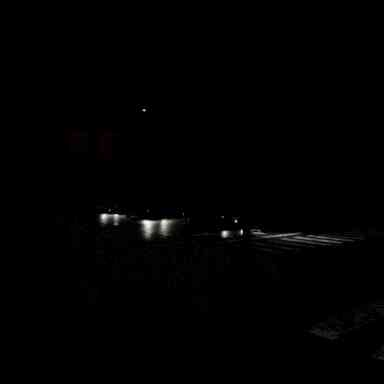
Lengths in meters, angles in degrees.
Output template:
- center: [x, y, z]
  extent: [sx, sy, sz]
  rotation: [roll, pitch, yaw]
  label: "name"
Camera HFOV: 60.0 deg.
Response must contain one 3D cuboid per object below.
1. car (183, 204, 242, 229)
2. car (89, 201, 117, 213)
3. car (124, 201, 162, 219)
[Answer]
- center: [1.285, 1.557, 22.557]
  extent: [2.128, 1.511, 4.902]
  rotation: [0, 0, -36]
  label: "car"
- center: [-10.445, 1.744, 38.898]
  extent: [1.895, 1.301, 4.718]
  rotation: [0, 0, -36]
  label: "car"
- center: [-4.541, 1.582, 30.665]
  extent: [1.882, 1.535, 5.008]
  rotation: [0, 0, -35]
  label: "car"
